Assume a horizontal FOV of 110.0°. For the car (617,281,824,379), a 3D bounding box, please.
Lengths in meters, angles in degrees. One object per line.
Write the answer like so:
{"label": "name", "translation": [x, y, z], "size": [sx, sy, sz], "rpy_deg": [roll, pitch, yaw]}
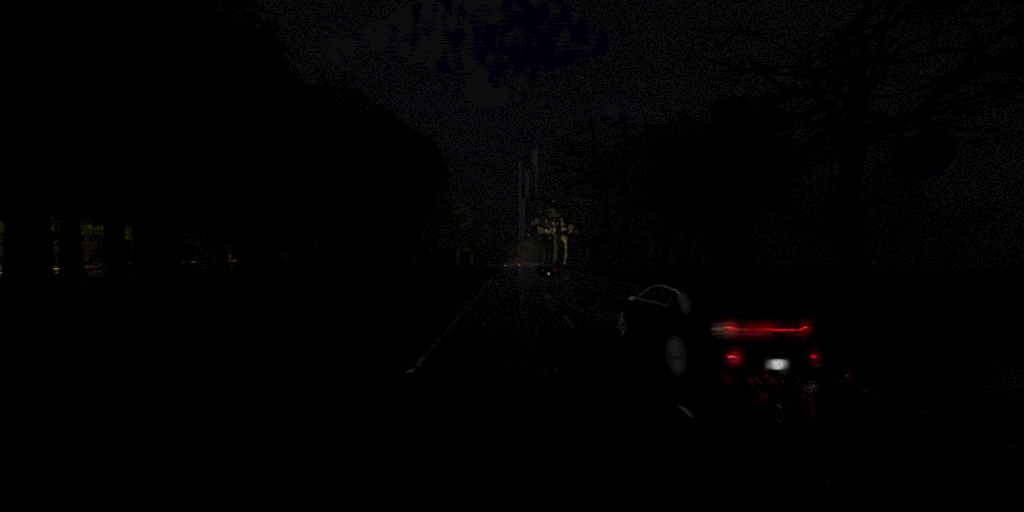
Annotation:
{"label": "car", "translation": [3.601, 1.254, 7.280], "size": [2.128, 1.511, 4.902], "rpy_deg": [0, 0, 0]}

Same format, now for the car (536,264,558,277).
{"label": "car", "translation": [3.593, 1.449, 37.409], "size": [1.895, 1.301, 4.718], "rpy_deg": [0, 0, 0]}
